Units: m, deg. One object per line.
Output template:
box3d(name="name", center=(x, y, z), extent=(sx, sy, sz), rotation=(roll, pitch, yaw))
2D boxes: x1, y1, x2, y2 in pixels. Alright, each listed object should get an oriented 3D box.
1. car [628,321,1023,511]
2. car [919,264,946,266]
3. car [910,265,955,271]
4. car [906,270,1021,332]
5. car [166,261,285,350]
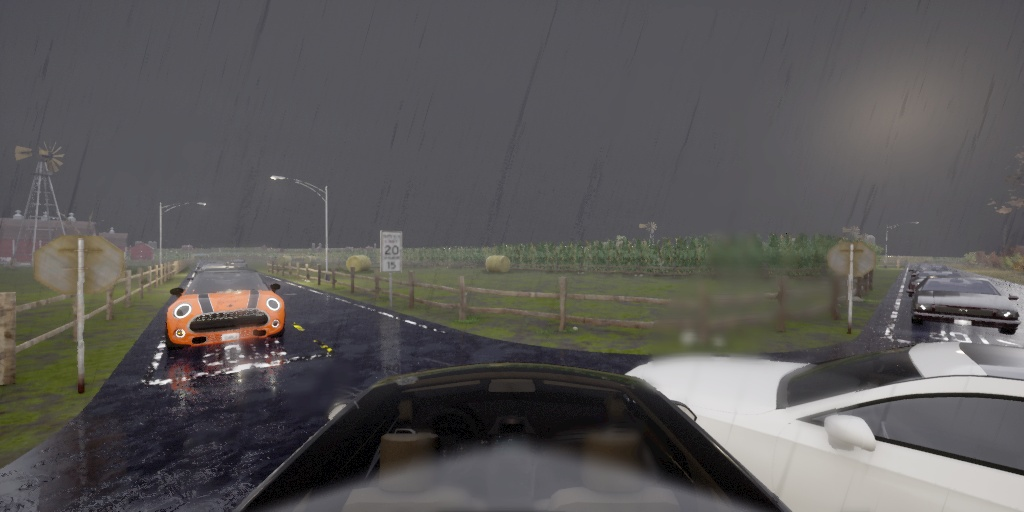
box3d(name="car", center=(2.868, 1.293, 2.162), extent=(1.812, 1.442, 4.674), rotation=(0, 1, -43))
box3d(name="car", center=(28.790, 1.300, 24.617), extent=(4.902, 1.511, 2.128), rotation=(0, 1, -42))
box3d(name="car", center=(21.121, 1.358, 17.742), extent=(4.181, 1.385, 1.994), rotation=(0, 1, -42))
box3d(name="car", center=(13.686, 1.331, 11.065), extent=(5.357, 1.411, 2.033), rotation=(0, 1, -42))
box3d(name="car", center=(-7.429, 1.135, 9.416), extent=(2.097, 1.767, 4.553), rotation=(0, 0, -39))
